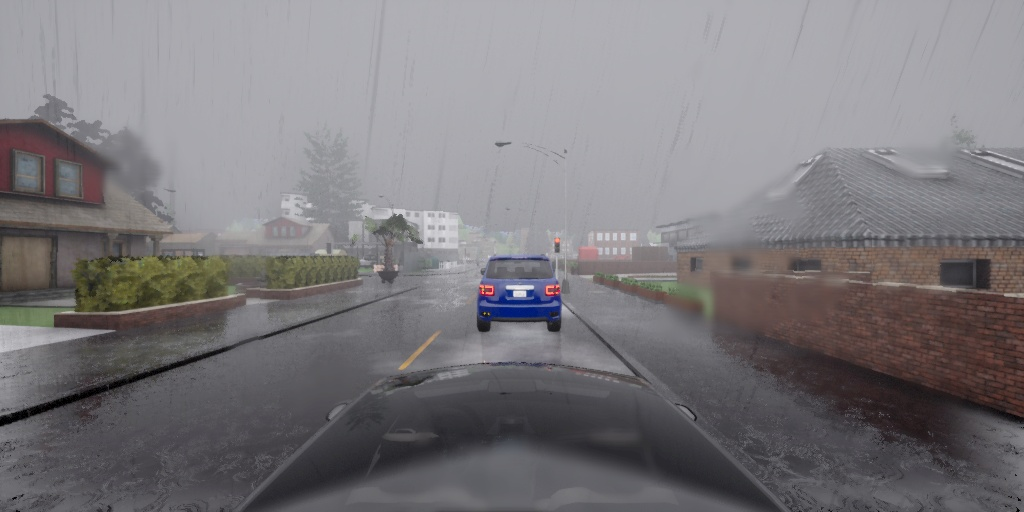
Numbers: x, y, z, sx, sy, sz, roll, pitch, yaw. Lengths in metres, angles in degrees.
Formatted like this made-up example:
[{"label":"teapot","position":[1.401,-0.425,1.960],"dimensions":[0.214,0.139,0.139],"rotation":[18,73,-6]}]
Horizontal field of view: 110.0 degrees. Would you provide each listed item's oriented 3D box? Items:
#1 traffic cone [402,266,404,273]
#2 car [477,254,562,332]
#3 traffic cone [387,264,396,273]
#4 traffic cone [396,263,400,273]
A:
[{"label":"traffic cone","position":[-14.049,1.582,47.482],"dimensions":[0.344,0.586,0.344],"rotation":[0,0,0]},{"label":"car","position":[0.185,0.971,11.005],"dimensions":[2.150,2.045,5.566],"rotation":[0,0,0]},{"label":"traffic cone","position":[-15.421,1.561,45.883],"dimensions":[0.344,0.586,0.344],"rotation":[0,0,0]},{"label":"traffic cone","position":[-15.056,1.558,46.450],"dimensions":[0.344,0.586,0.344],"rotation":[0,0,0]}]
